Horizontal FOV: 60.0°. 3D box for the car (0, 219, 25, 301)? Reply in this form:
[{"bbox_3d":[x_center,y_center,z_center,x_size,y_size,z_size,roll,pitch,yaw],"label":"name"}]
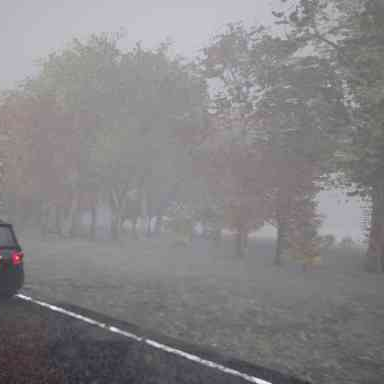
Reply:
[{"bbox_3d":[-6.498,1.589,8.489,5.566,2.045,2.150,1,-4,35],"label":"car"}]
